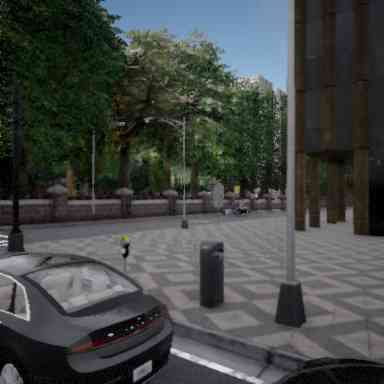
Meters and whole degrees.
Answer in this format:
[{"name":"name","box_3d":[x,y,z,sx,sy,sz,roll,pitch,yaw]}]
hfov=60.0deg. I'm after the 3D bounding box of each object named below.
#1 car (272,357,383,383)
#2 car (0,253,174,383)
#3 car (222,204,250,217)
[{"name":"car","box_3d":[2.220,1.570,1.381,4.313,1.339,1.947,0,0,35]},{"name":"car","box_3d":[-2.269,1.535,4.582,4.403,1.369,2.008,0,0,35]},{"name":"car","box_3d":[5.554,2.215,41.241,2.128,1.511,4.902,0,-1,35]}]
